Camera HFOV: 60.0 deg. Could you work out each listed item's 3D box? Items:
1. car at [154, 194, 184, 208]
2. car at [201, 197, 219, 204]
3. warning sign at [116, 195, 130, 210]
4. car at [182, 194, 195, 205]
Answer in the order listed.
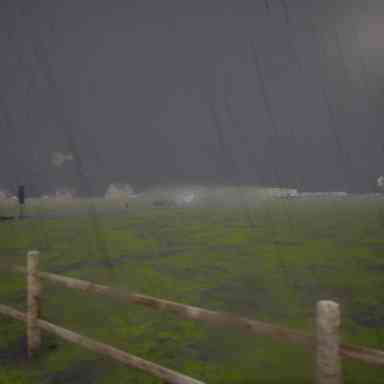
[{"bbox_3d":[-3.884,1.598,52.116,1.882,1.535,5.008,-1,0,31],"label":"car"},{"bbox_3d":[3.470,1.605,64.501,1.812,1.442,4.674,-1,0,31],"label":"car"},{"bbox_3d":[-8.274,1.246,39.960,1.300,1.860,1.060,-1,-1,31],"label":"warning sign"},{"bbox_3d":[-1.548,1.339,61.452,2.150,2.045,5.566,-1,0,31],"label":"car"}]
